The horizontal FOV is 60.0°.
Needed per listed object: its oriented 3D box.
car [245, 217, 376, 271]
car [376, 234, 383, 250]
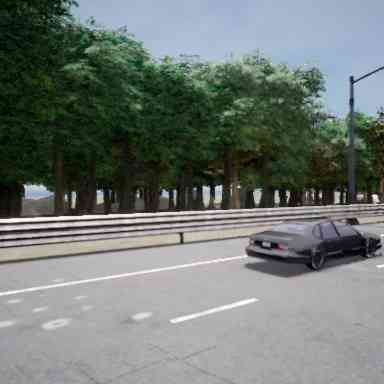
[{"bbox_3d":[4.184,1.556,11.025,5.357,1.411,2.033,0,0,-35],"label":"car"},{"bbox_3d":[6.944,1.573,8.696,4.181,1.385,1.994,0,0,-35],"label":"car"}]
